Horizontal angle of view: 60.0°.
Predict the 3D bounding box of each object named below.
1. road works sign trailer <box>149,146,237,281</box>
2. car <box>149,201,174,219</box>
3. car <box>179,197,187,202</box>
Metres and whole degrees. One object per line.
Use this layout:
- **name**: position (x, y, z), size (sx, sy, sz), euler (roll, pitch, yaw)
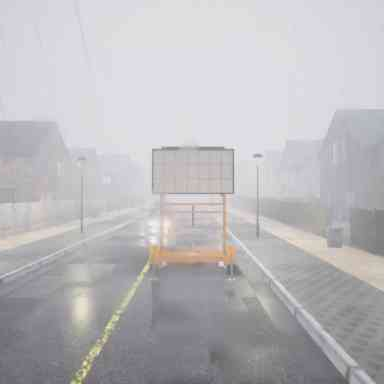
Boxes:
- **road works sign trailer**: position (0.031, 0.465, 9.831), size (2.380, 3.560, 2.880), euler (0, 0, 1)
- **car**: position (-2.672, 1.531, 29.759), size (2.128, 1.511, 4.902), euler (0, 0, 0)
- **car**: position (-2.514, 2.012, 89.822), size (1.994, 1.385, 4.181), euler (0, -1, 0)
